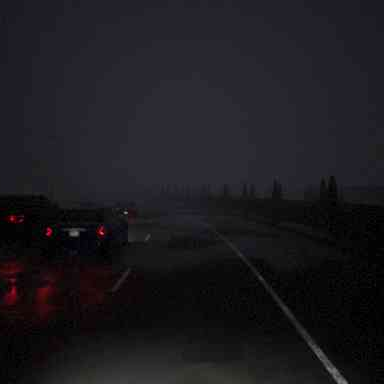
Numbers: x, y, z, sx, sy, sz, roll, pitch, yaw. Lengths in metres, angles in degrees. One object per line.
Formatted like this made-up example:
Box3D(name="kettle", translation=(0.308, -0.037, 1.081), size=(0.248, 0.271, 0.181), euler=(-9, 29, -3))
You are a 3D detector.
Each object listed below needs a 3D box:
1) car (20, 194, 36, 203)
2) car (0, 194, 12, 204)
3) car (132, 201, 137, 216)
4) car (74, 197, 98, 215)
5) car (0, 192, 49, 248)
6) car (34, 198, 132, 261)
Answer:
Box3D(name="car", translation=(-28.023, 1.092, 56.648), size=(2.128, 1.511, 4.902), euler=(0, 0, -30))
Box3D(name="car", translation=(-29.849, 1.116, 52.788), size=(2.128, 1.511, 4.902), euler=(0, 1, -29))
Box3D(name="car", translation=(-5.830, 1.392, 29.171), size=(1.895, 1.301, 4.718), euler=(0, 0, -12))
Box3D(name="car", translation=(-10.020, 1.300, 31.682), size=(1.812, 1.442, 4.674), euler=(0, 0, -13))
Box3D(name="car", translation=(-7.251, 1.119, 14.325), size=(2.150, 2.045, 5.566), euler=(0, 0, -4))
Box3D(name="car", translation=(-3.643, 1.265, 12.146), size=(2.097, 1.767, 4.553), euler=(0, 0, -3))
